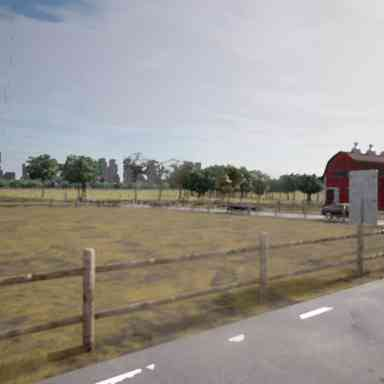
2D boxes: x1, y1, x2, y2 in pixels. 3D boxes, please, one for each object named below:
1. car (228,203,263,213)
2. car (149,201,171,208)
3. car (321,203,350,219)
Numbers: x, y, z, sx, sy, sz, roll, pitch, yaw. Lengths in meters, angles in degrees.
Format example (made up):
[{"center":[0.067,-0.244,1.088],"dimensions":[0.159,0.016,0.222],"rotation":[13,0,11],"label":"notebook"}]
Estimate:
[{"center":[6.596,1.973,41.630],"dimensions":[1.895,1.301,4.718],"rotation":[0,0,-35],"label":"car"},{"center":[-5.682,2.169,59.152],"dimensions":[1.895,1.301,4.718],"rotation":[0,-1,-35],"label":"car"},{"center":[14.389,1.833,30.615],"dimensions":[1.837,1.490,4.892],"rotation":[0,0,-35],"label":"car"}]
